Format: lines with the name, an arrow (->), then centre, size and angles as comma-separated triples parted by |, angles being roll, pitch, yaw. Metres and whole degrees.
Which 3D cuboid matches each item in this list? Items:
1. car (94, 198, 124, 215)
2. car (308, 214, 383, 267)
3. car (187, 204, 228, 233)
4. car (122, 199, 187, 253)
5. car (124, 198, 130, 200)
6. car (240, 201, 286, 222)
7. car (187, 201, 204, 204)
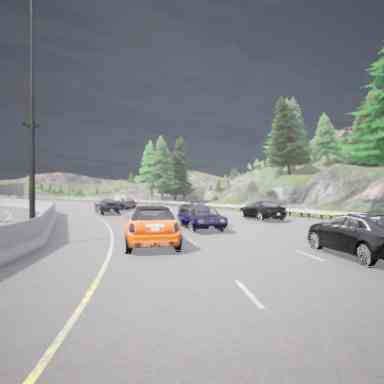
car -> -8.757, 1.516, 33.966 | 1.837, 1.490, 4.892 | 0, -1, -27
car -> 5.808, 1.491, 11.433 | 2.128, 1.511, 4.902 | 0, 0, -9
car -> 0.471, 1.606, 19.947 | 1.895, 1.301, 4.718 | 0, 0, -15
car -> -1.755, 1.357, 13.962 | 2.097, 1.767, 4.553 | 0, 0, -11
car -> -8.196, 1.503, 40.162 | 2.128, 1.511, 4.902 | 0, 0, -31
car -> 5.593, 1.481, 26.863 | 1.882, 1.535, 5.008 | 0, 0, -19
car -> 0.171, 1.572, 31.251 | 1.994, 1.385, 4.181 | 0, 0, -22
